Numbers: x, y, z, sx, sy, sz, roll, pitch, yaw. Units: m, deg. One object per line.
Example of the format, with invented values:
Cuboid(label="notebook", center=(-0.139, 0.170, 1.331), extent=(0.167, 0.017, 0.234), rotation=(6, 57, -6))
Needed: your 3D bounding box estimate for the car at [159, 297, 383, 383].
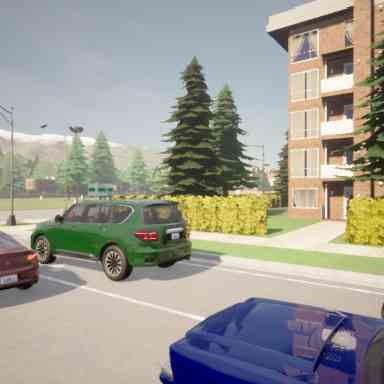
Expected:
Cuboid(label="car", center=(2.036, 1.601, 2.543), extent=(4.718, 1.301, 1.895), rotation=(0, 0, 35))

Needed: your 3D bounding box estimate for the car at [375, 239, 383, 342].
Cuboid(label="car", center=(5.073, 1.564, 4.678), extent=(4.181, 1.385, 1.994), rotation=(0, 0, 35))

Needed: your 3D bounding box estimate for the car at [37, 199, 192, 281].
Cuboid(label="car", center=(-2.599, 1.221, 10.083), extent=(5.566, 2.045, 2.150), rotation=(0, 0, 36))

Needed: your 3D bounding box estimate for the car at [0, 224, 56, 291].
Cuboid(label="car", center=(-5.403, 1.526, 7.790), extent=(4.674, 1.442, 1.812), rotation=(0, 0, 36))
